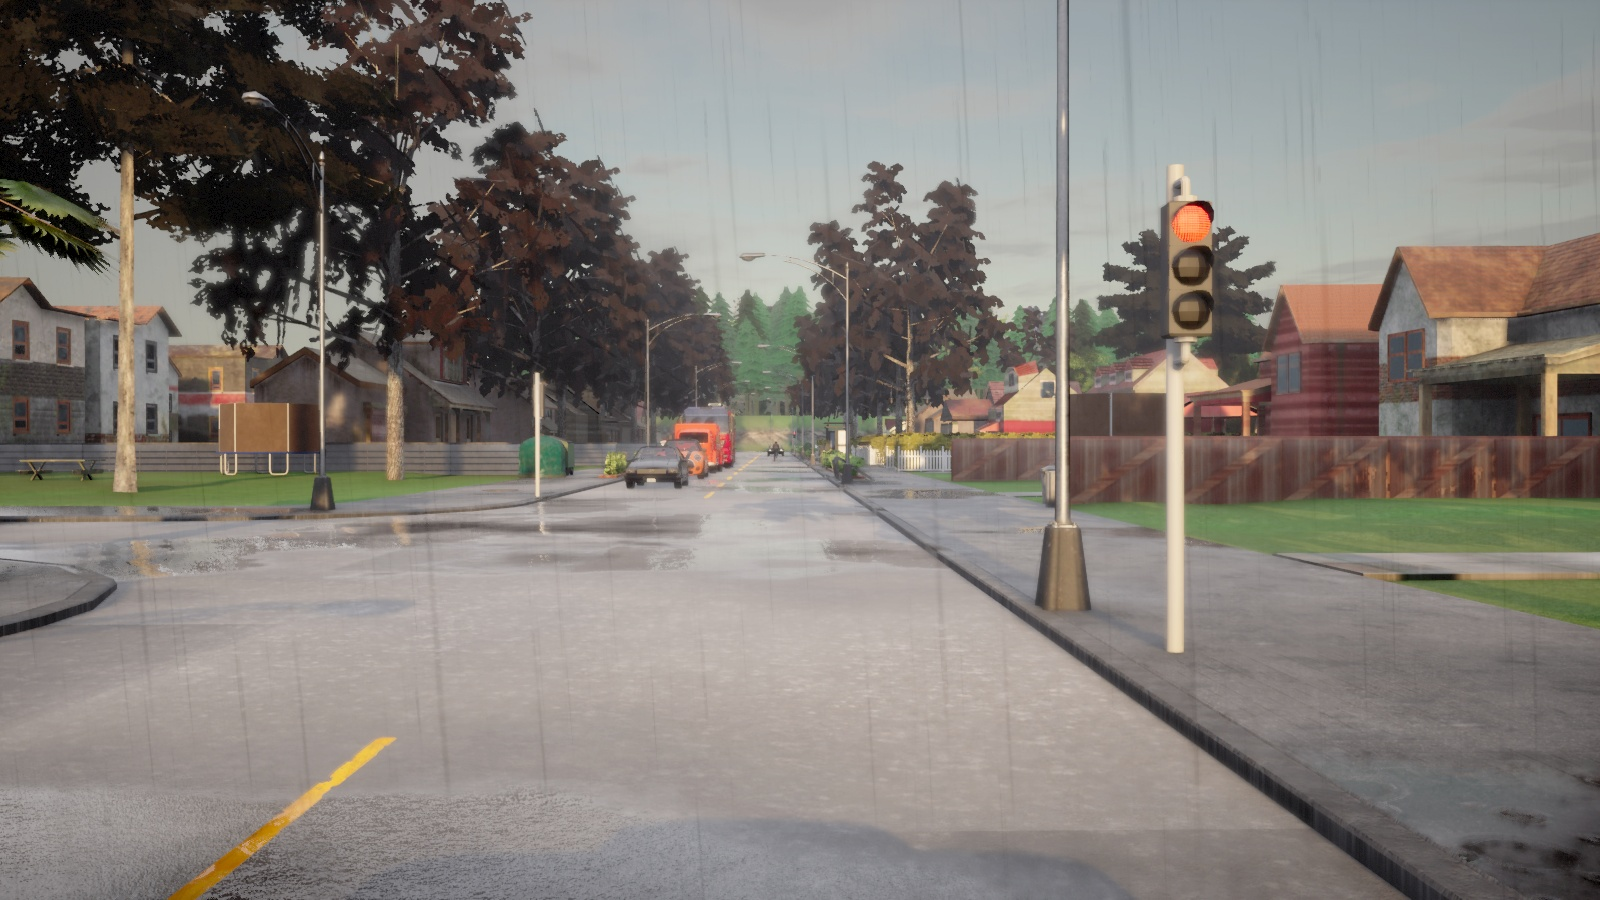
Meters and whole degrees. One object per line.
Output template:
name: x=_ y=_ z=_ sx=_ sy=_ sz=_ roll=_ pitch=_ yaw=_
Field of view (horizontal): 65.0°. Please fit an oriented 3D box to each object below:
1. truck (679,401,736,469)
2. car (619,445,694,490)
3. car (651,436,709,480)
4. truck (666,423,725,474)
truck: x=-5.423 y=-0.846 z=74.966 sx=2.891 sy=3.827 sz=8.468 roll=0 pitch=0 yaw=-1
car: x=-4.789 y=0.549 z=42.690 sx=2.033 sy=1.411 sz=5.357 roll=0 pitch=0 yaw=-1
car: x=-4.985 y=0.303 z=52.843 sx=2.097 sy=1.767 sz=4.553 roll=0 pitch=0 yaw=-1
truck: x=-5.189 y=-0.100 z=63.075 sx=2.627 sy=2.467 sz=5.204 roll=0 pitch=0 yaw=-1
